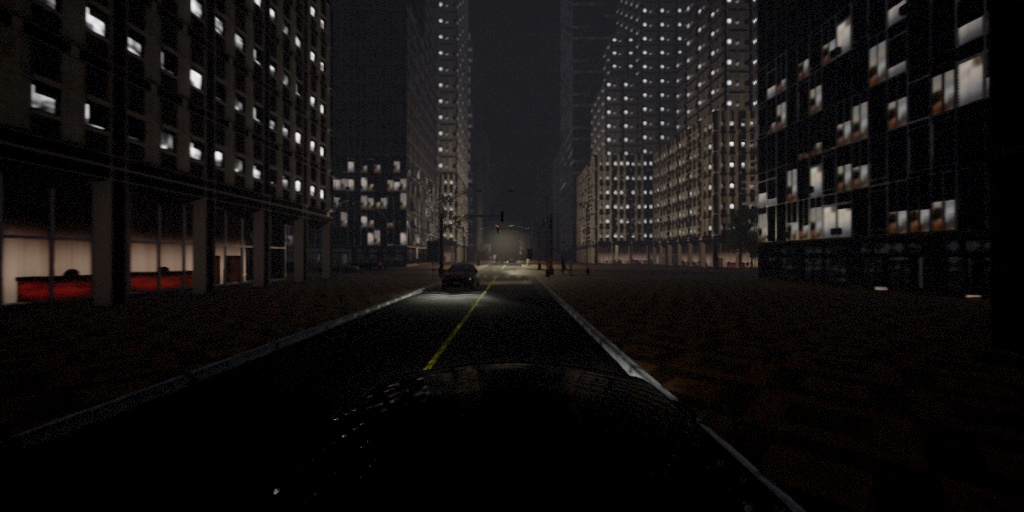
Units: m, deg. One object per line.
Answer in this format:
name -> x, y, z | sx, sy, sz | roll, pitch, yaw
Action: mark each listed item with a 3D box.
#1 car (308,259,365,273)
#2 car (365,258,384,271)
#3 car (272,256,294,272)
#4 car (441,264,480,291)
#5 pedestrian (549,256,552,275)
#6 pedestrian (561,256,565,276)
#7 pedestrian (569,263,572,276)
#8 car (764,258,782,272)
car -> -18.894, 1.153, 38.644 | 4.829, 1.417, 1.751 | 0, 0, -1
car -> -19.203, 1.096, 47.279 | 4.097, 1.591, 1.967 | 0, 0, -1
car -> -24.742, 0.909, 38.579 | 5.009, 1.841, 2.192 | 0, 0, -1
car -> -3.077, 1.221, 22.230 | 1.882, 1.535, 5.008 | 0, 0, 0
pedestrian -> 3.640, 0.878, 34.210 | 0.375, 1.860, 0.375 | 0, 0, 0
pedestrian -> 4.639, 0.910, 33.009 | 0.375, 1.860, 0.375 | 0, 0, 0
pedestrian -> 5.570, 1.244, 33.608 | 0.375, 1.300, 0.375 | 0, 0, 0
car -> 35.978, 1.228, 48.044 | 5.009, 1.841, 2.192 | 0, 0, -1
